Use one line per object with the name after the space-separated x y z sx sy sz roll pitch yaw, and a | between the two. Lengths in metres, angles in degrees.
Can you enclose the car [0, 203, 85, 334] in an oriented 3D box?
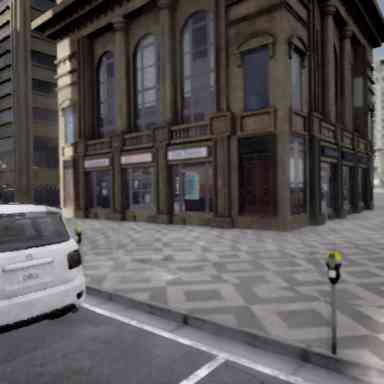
-4.266 1.247 6.185 5.566 2.045 2.150 -1 1 39 | car
